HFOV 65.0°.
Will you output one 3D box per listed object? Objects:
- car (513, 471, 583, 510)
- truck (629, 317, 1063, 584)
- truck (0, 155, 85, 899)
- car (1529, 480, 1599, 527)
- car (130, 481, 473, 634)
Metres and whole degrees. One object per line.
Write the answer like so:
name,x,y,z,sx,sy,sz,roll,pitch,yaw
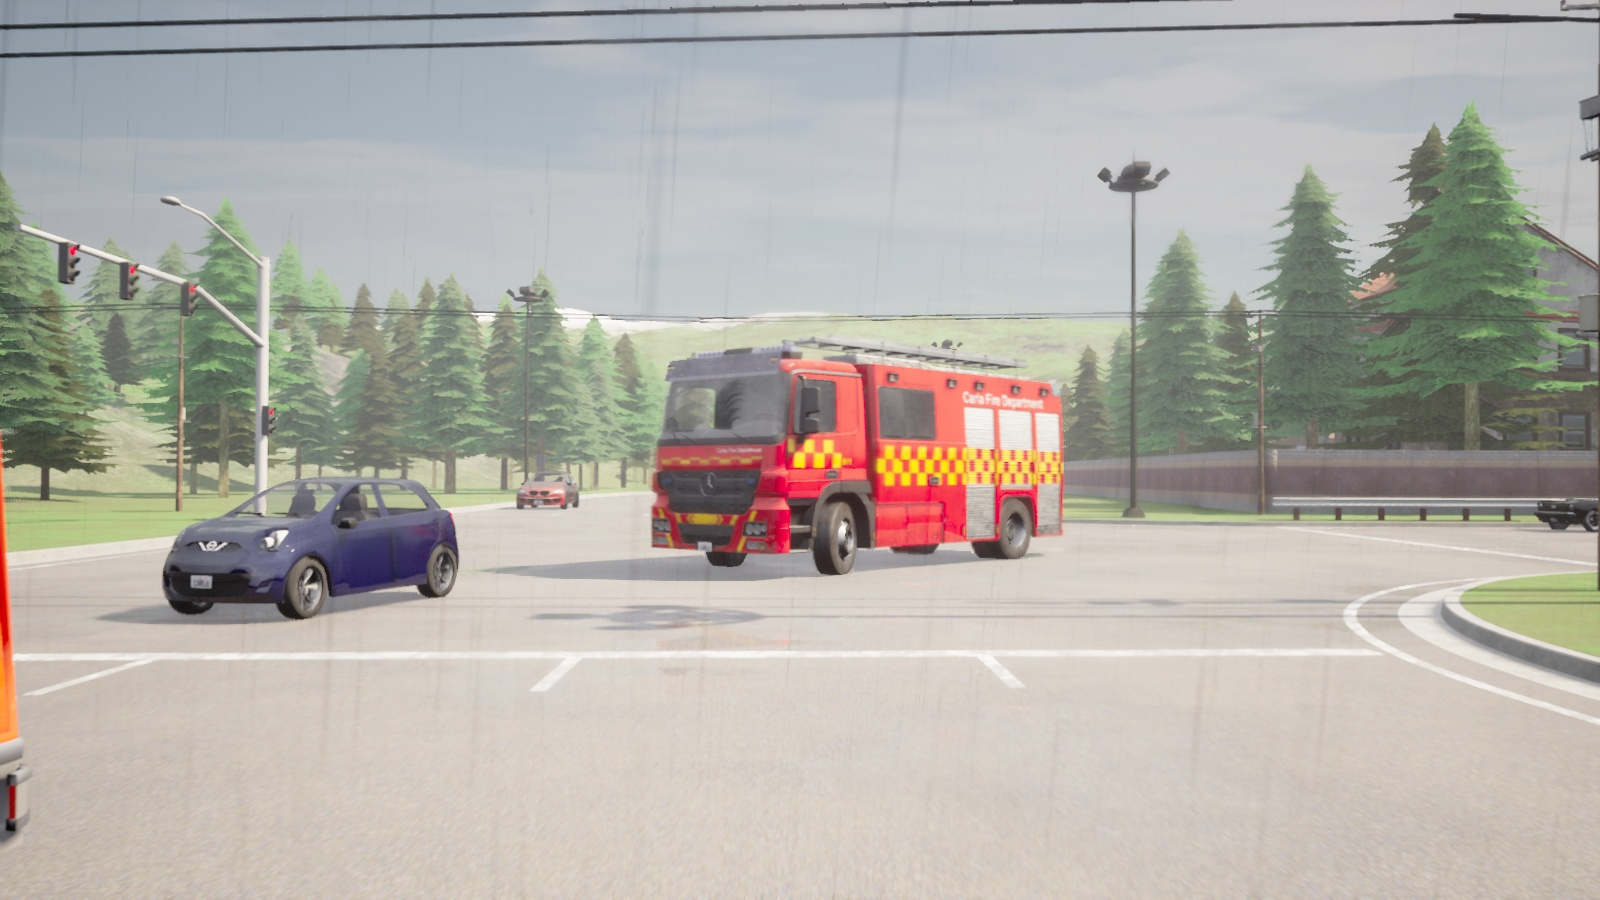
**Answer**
car,-11.158,1.787,55.997,2.242,1.667,4.611,0,-1,0
truck,1.181,0.077,22.142,2.891,3.827,8.468,-1,-2,42
truck,-3.528,0.370,1.308,2.627,2.467,5.204,0,-1,-1
car,24.199,1.535,36.655,4.718,1.301,1.895,0,-1,-1
car,-5.612,1.136,14.655,1.845,1.501,3.633,-1,-1,17
